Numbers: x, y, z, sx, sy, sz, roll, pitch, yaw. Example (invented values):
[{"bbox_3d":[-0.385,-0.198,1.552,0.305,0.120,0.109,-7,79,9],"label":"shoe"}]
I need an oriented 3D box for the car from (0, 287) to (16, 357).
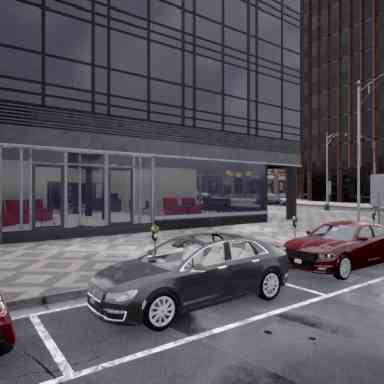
[{"bbox_3d":[-4.306,1.440,3.578,4.097,1.590,1.967,0,0,-36],"label":"car"}]

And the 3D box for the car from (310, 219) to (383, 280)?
[{"bbox_3d":[4.575,1.545,9.922,4.507,1.381,1.887,0,0,-36],"label":"car"}]

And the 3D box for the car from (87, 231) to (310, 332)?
[{"bbox_3d":[0.135,1.551,6.750,4.403,1.369,2.008,0,0,-36],"label":"car"}]

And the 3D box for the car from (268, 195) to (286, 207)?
[{"bbox_3d":[10.143,1.040,40.594,2.033,1.411,5.357,0,1,-35],"label":"car"}]
